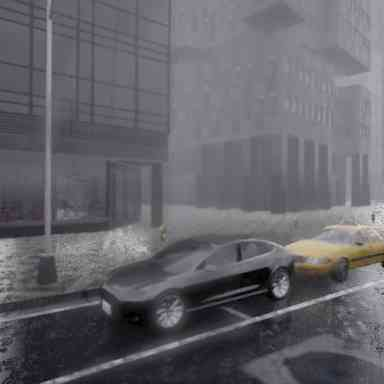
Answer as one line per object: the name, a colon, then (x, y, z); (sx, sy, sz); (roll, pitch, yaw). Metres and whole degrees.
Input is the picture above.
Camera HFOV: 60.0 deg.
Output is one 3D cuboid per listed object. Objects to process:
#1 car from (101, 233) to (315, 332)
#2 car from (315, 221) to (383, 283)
car: (0.338, 1.586, 6.887); (4.313, 1.339, 1.947); (0, 0, -35)
car: (4.506, 1.571, 9.860); (4.829, 1.417, 1.752); (0, 0, -35)
